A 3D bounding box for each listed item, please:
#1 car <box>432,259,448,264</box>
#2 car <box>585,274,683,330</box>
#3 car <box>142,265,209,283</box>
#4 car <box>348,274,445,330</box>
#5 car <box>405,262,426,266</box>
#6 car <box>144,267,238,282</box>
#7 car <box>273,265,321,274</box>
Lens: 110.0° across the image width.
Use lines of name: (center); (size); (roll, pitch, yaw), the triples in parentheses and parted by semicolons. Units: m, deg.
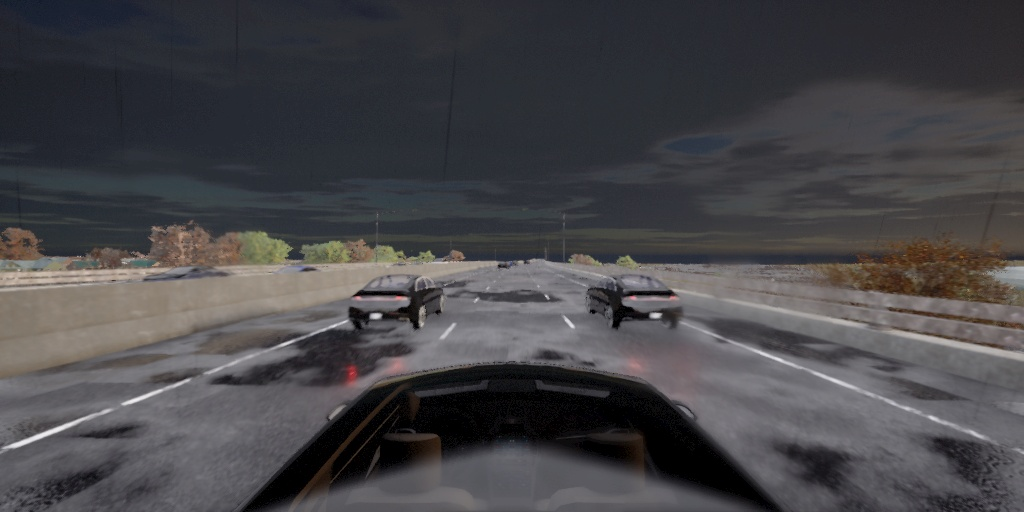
car: (-12.920, 1.480, 64.149); (2.150, 2.045, 5.566); (0, -1, 2)
car: (3.629, 1.317, 11.438); (2.128, 1.511, 4.902); (0, 0, 0)
car: (-20.959, 1.364, 23.300); (1.882, 1.535, 5.008); (0, 0, 1)
car: (-3.372, 1.307, 11.330); (2.128, 1.511, 4.902); (0, 0, 0)
car: (-16.463, 1.747, 63.036); (2.128, 1.511, 4.902); (0, 0, 2)
car: (-17.498, 1.469, 20.470); (1.895, 1.301, 4.718); (0, 0, 1)
car: (-13.962, 1.372, 23.165); (1.882, 1.535, 5.008); (0, -1, 1)
